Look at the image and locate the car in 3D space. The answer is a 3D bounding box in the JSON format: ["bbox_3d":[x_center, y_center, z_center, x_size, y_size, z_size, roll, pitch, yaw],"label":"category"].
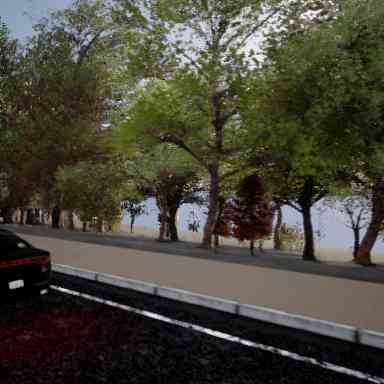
[{"bbox_3d":[-5.133,1.490,7.344,5.008,1.535,1.882,0,0,36],"label":"car"}]
